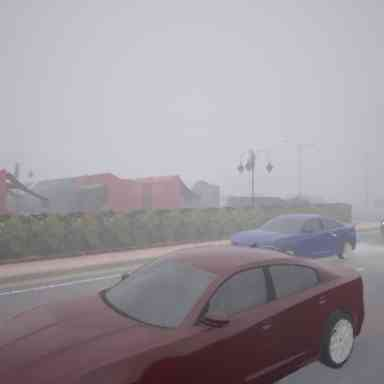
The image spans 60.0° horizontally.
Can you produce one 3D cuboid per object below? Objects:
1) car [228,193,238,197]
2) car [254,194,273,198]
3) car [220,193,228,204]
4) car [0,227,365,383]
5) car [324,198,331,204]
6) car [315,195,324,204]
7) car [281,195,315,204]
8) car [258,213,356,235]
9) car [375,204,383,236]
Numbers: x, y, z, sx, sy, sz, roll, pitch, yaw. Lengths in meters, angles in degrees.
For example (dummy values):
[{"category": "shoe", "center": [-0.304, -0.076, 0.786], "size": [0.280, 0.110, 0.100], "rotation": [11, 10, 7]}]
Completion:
[{"category": "car", "center": [8.525, 1.199, 81.928], "size": [1.932, 1.855, 4.605], "rotation": [0, 0, -36]}, {"category": "car", "center": [14.242, 1.440, 64.553], "size": [1.970, 1.475, 3.806], "rotation": [0, 0, -36]}, {"category": "car", "center": [6.153, 1.203, 80.269], "size": [1.905, 1.878, 3.866], "rotation": [0, 0, -36]}, {"category": "car", "center": [0.202, 1.477, 4.147], "size": [5.008, 1.535, 1.882], "rotation": [0, 0, -36]}, {"category": "car", "center": [18.463, 1.440, 48.948], "size": [1.970, 1.475, 3.806], "rotation": [0, 0, -36]}, {"category": "car", "center": [16.121, 1.410, 47.245], "size": [1.784, 1.438, 3.905], "rotation": [0, 0, -36]}, {"category": "car", "center": [13.981, 1.200, 45.626], "size": [1.932, 1.855, 4.605], "rotation": [0, 0, -36]}, {"category": "car", "center": [3.404, 1.476, 10.864], "size": [5.008, 1.535, 1.882], "rotation": [0, 0, -36]}, {"category": "car", "center": [11.314, 1.486, 16.699], "size": [4.902, 1.511, 2.128], "rotation": [0, 0, -36]}]
